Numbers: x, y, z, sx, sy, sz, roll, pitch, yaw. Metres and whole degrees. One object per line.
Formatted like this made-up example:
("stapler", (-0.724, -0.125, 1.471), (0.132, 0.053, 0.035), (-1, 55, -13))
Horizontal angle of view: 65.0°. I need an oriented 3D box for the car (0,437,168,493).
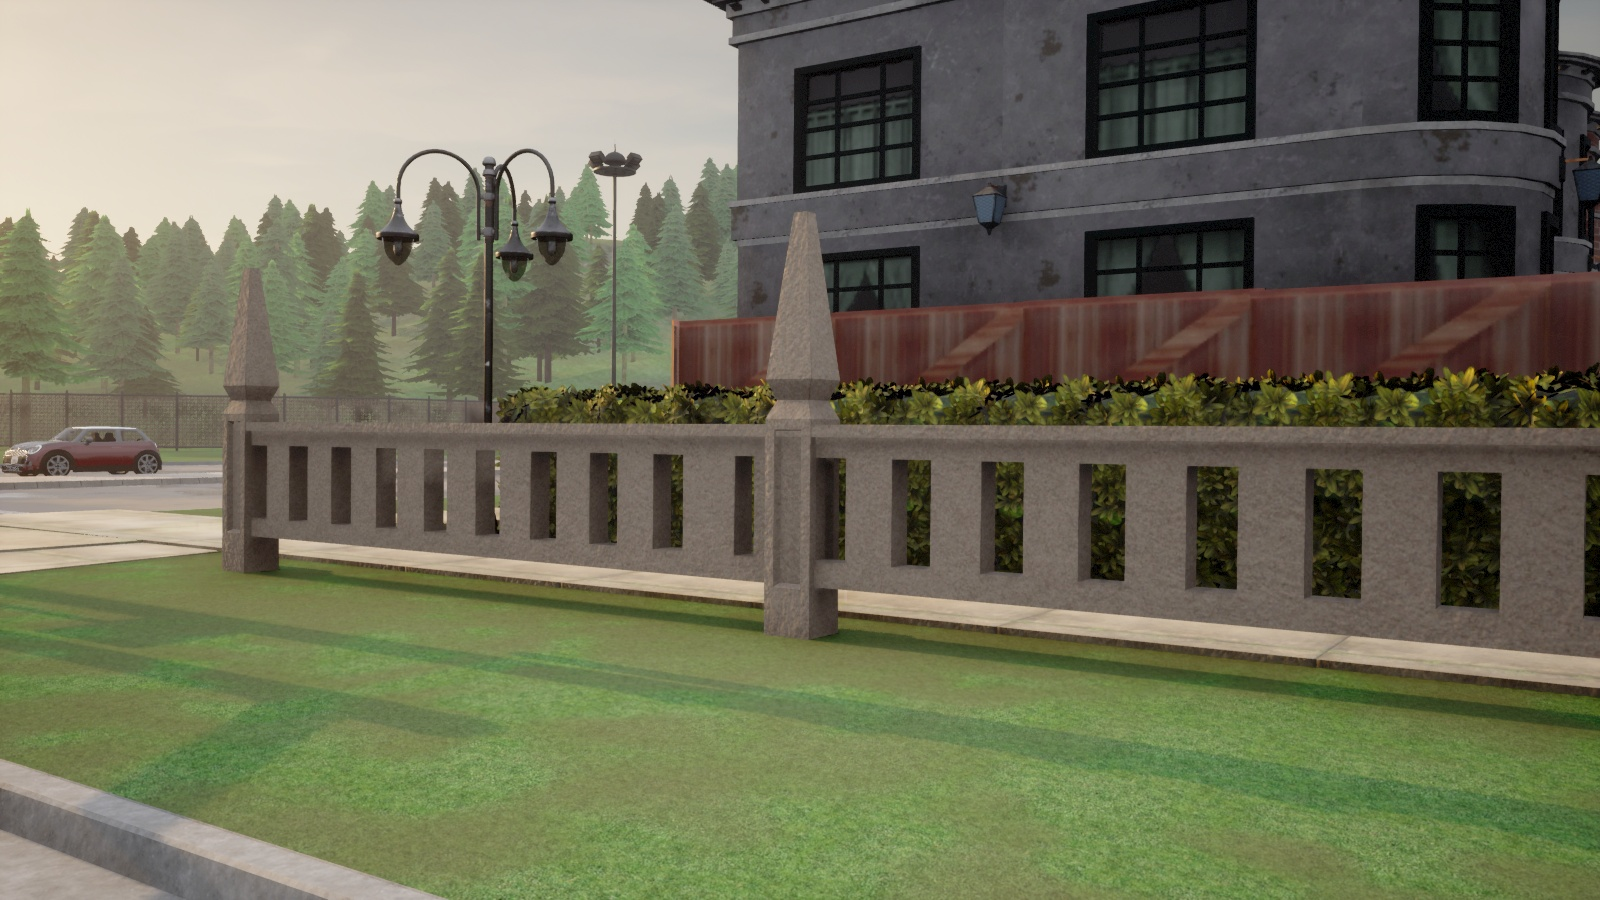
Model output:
("car", (-20.619, 0.389, 36.179), (1.970, 1.475, 3.806), (0, 1, 34))
